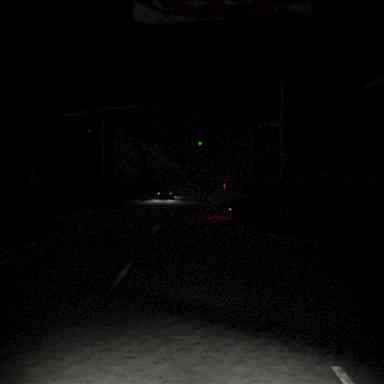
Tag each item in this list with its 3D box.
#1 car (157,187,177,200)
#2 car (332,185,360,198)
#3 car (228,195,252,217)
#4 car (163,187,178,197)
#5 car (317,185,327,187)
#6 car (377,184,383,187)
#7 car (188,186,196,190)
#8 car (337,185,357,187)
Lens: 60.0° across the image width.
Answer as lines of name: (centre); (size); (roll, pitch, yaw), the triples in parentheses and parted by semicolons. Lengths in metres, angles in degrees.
car: (-3.506, 0.064, 44.733); (2.097, 1.767, 4.553); (0, 2, 0)
car: (22.394, -0.110, 48.654); (1.932, 1.855, 4.605); (0, 2, 0)
car: (5.041, 0.973, 24.035); (4.892, 1.490, 1.837); (0, -1, -17)
car: (-3.497, -0.037, 55.057); (2.033, 1.411, 5.357); (0, 2, 0)
car: (25.486, -0.553, 66.040); (2.152, 1.636, 5.027); (0, 2, 0)
car: (38.280, -0.631, 66.072); (1.905, 1.878, 3.866); (0, 2, 0)
car: (0.005, -1.128, 93.242); (1.994, 1.385, 4.181); (0, 2, 0)
car: (19.128, 0.095, 40.779); (1.905, 1.878, 3.866); (0, 2, 0)
